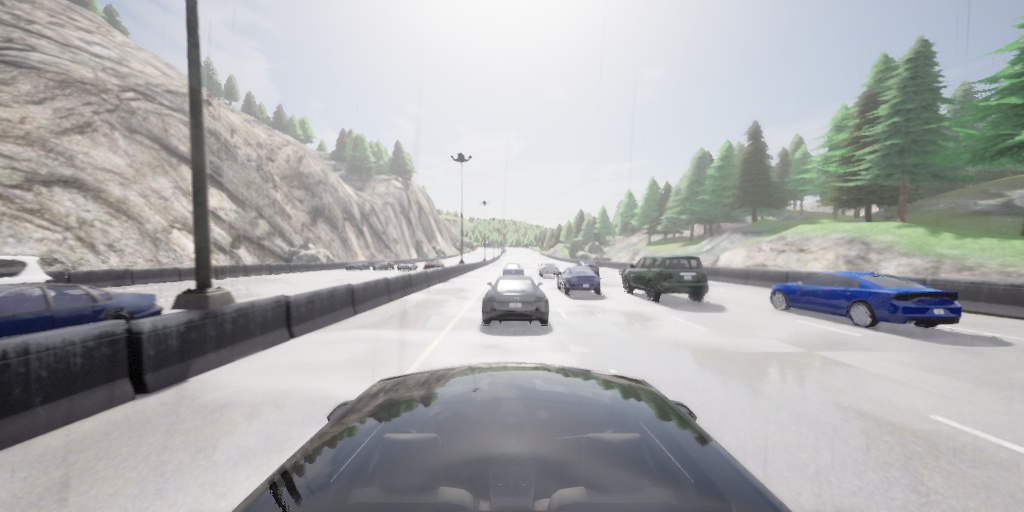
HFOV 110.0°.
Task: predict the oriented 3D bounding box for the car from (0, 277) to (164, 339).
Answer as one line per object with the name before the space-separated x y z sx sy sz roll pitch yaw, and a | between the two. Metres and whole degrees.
car | -10.600 1.297 7.511 2.033 1.411 5.357 0 0 0

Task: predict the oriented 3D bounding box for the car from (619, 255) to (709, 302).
car | 7.098 0.975 17.133 2.150 2.045 5.566 0 0 0

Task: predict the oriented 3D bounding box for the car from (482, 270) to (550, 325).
car | 0.096 1.316 11.805 1.994 1.385 4.181 0 0 0

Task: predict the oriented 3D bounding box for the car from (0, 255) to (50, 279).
car | -14.101 0.971 7.857 2.150 2.045 5.566 0 0 0

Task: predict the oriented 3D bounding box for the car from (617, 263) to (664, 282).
car | 10.596 1.303 30.152 2.033 1.411 5.357 0 0 0

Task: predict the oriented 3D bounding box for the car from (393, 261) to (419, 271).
car | -14.087 1.357 48.512 1.895 1.301 4.718 0 0 0

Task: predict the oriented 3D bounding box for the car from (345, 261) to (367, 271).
car | -21.075 1.319 49.072 1.994 1.385 4.181 0 0 0

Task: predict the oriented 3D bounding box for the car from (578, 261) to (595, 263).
car | 7.095 1.248 34.536 2.128 1.511 4.902 0 0 0

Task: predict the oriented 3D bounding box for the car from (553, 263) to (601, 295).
car | 3.597 1.279 19.690 1.812 1.442 4.674 0 0 0

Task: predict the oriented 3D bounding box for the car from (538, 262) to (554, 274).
car | 3.594 1.282 35.553 1.812 1.442 4.674 0 0 0

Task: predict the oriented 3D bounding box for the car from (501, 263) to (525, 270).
car | 0.095 1.302 30.075 2.033 1.411 5.357 0 0 0

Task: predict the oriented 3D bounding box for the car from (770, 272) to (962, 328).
car | 10.597 1.231 11.376 1.882 1.535 5.008 0 0 0

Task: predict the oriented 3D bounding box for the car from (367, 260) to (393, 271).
car | -17.580 1.247 49.292 2.128 1.511 4.902 0 0 0

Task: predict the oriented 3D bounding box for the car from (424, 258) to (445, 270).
car | -10.584 1.108 48.922 2.097 1.767 4.553 0 0 0
